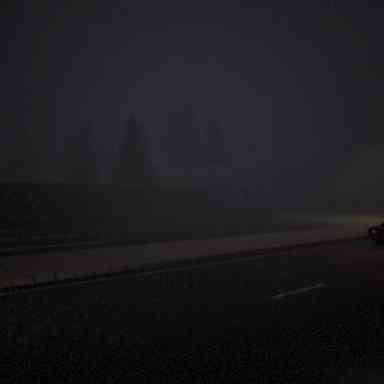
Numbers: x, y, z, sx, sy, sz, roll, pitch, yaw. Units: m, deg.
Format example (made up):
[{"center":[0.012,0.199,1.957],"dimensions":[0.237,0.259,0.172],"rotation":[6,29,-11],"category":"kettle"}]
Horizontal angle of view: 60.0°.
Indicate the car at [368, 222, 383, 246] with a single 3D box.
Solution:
[{"center":[10.169,1.803,15.295],"dimensions":[4.718,1.301,1.895],"rotation":[1,0,-35],"category":"car"}]
